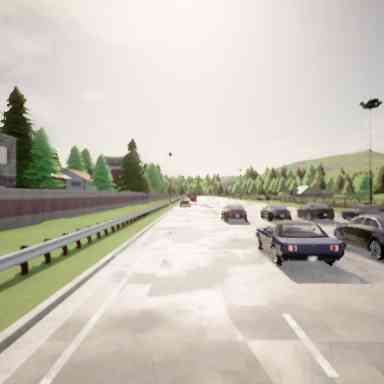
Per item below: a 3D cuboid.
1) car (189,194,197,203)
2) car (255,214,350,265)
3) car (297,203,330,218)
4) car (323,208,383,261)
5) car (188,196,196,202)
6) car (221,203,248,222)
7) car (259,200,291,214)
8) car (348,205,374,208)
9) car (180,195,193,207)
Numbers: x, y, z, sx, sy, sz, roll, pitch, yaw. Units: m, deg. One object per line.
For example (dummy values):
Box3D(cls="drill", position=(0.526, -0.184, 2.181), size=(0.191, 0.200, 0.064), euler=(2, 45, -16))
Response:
Box3D(cls="car", position=(0.002, 1.569, 77.809), size=(2.150, 2.045, 5.566), euler=(0, 0, 0))
Box3D(cls="car", position=(3.540, 1.674, 11.910), size=(1.895, 1.301, 4.718), euler=(0, 0, 1))
Box3D(cls="car", position=(10.554, 1.652, 28.713), size=(1.882, 1.535, 5.008), euler=(0, 0, 0))
Box3D(cls="car", position=(7.046, 1.568, 12.519), size=(2.128, 1.511, 4.902), euler=(0, 0, 1))
Box3D(cls="car", position=(0.003, 1.938, 93.947), size=(2.128, 1.511, 4.902), euler=(0, 0, 0))
Box3D(cls="car", position=(3.551, 1.696, 28.189), size=(1.812, 1.442, 4.674), euler=(0, 0, 1))
Box3D(cls="car", position=(7.050, 1.696, 28.201), size=(1.812, 1.442, 4.674), euler=(0, 0, 0))
Box3D(cls="car", position=(14.047, 1.733, 27.689), size=(1.994, 1.385, 4.181), euler=(0, 0, 1))
Box3D(cls="car", position=(-1.225, 1.840, 60.000), size=(1.882, 1.535, 5.008), euler=(0, 0, 0))
